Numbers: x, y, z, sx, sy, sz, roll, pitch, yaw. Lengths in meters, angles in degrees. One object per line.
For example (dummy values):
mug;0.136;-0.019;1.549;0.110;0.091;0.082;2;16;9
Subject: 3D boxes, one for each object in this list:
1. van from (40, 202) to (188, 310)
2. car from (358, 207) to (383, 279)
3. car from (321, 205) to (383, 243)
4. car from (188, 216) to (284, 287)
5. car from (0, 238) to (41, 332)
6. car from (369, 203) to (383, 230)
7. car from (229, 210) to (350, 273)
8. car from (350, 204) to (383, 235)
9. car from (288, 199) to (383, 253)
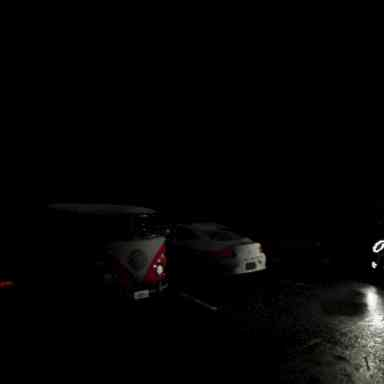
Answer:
van;-2.188;1.254;7.742;1.878;1.987;4.442;0;0;-36
car;6.643;1.350;8.730;4.553;1.767;2.097;0;0;-35
car;9.044;1.488;15.892;2.097;1.535;5.008;0;0;-36
car;0.005;1.519;9.448;2.002;1.452;4.674;0;0;-36
car;-4.513;1.480;6.220;2.097;1.535;5.008;0;0;-36
car;13.443;1.523;19.267;1.946;1.575;5.366;0;0;-36
car;2.280;1.509;11.038;2.163;1.488;4.792;0;0;-35
car;11.300;1.504;17.503;2.231;1.521;4.892;0;0;-36
car;6.798;1.355;14.259;2.185;1.767;4.553;0;0;-36
